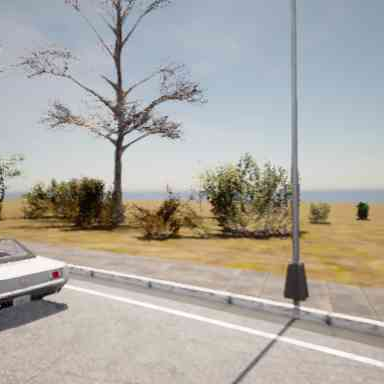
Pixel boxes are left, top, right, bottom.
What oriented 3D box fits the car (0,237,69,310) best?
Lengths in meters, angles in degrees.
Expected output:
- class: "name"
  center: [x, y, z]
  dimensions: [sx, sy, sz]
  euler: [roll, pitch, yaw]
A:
- class: "car"
  center: [-4.838, 1.598, 6.959]
  dimensions: [4.718, 1.301, 1.895]
  euler: [0, 0, 32]
